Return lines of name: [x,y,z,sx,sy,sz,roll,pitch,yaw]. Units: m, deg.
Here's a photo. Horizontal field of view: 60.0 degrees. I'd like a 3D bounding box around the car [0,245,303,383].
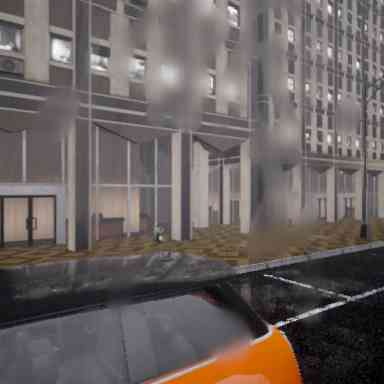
car: [-1.354,1.351,2.102,4.553,1.767,2.097,0,0,-35]
